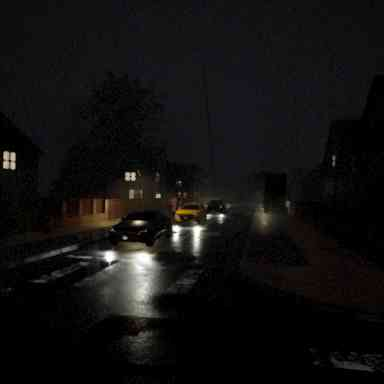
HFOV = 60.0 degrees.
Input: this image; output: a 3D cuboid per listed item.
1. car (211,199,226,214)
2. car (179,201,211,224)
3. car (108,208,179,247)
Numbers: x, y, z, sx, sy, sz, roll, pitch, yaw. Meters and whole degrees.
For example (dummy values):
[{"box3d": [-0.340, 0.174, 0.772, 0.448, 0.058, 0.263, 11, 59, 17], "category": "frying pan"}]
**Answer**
[{"box3d": [2.912, 1.669, 40.184, 2.097, 1.767, 4.553, 1, 0, 12], "category": "car"}, {"box3d": [0.027, 1.631, 26.409, 1.882, 1.535, 5.008, 1, 0, 11], "category": "car"}, {"box3d": [-2.207, 1.579, 15.624, 1.812, 1.442, 4.674, 1, 0, 12], "category": "car"}]
